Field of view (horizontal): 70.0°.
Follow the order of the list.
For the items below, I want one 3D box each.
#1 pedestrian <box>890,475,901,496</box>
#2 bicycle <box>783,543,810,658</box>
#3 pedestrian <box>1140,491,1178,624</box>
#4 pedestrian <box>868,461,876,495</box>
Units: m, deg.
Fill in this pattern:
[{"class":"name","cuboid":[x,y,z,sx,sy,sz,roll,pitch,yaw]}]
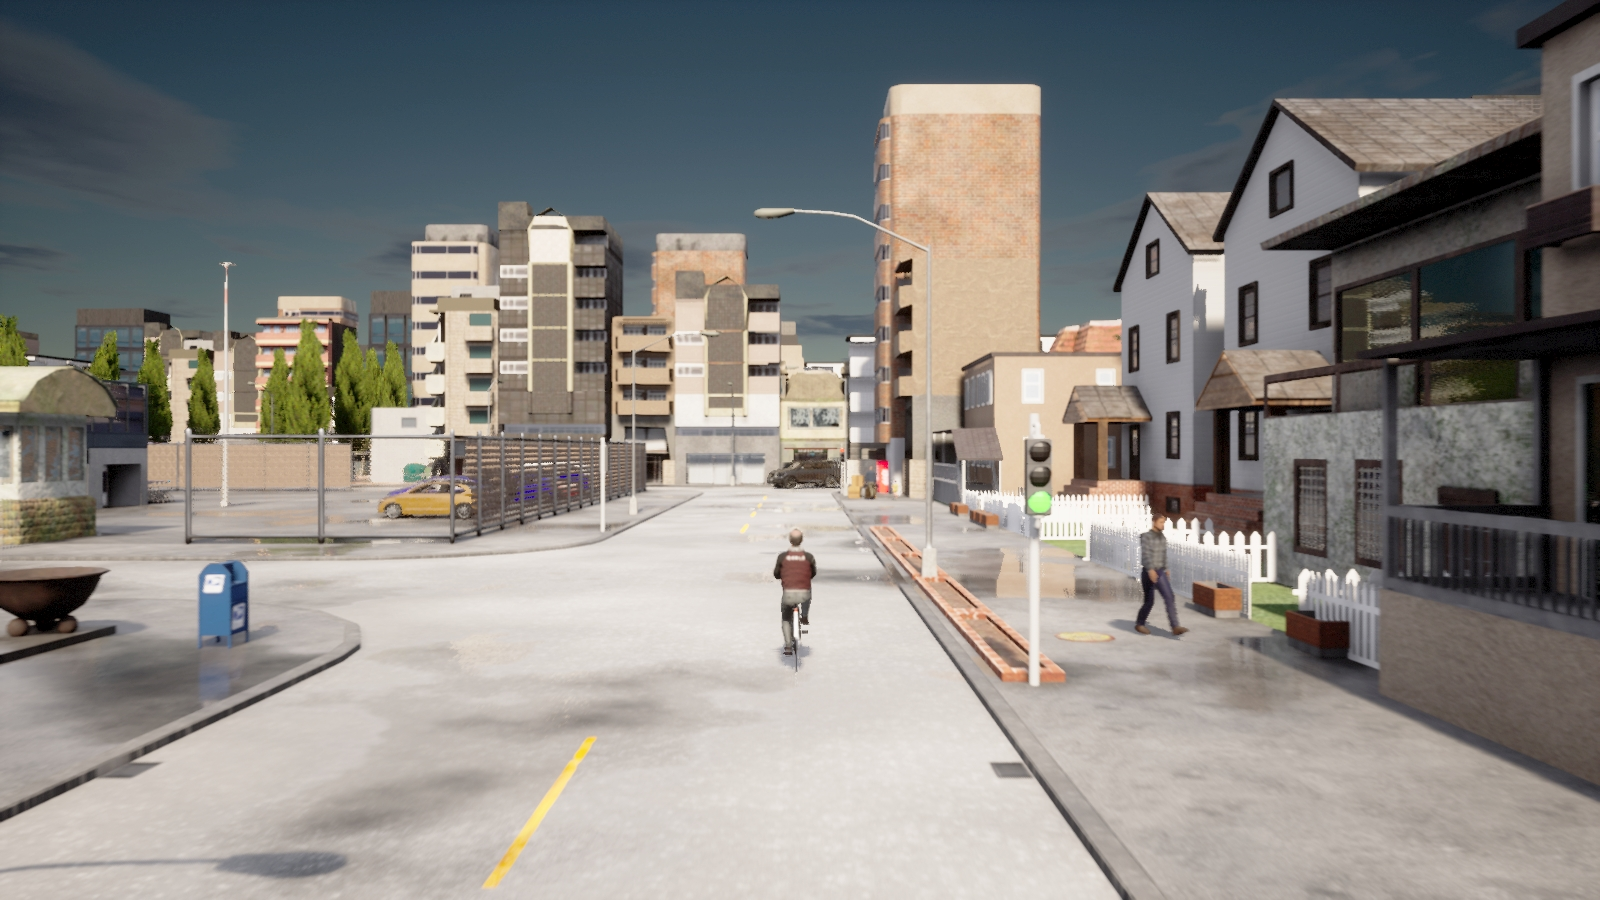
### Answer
[{"class":"pedestrian","cuboid":[5.073,1.905,60.747,0.500,1.100,0.500,0,0,-6]},{"class":"bicycle","cuboid":[-0.051,1.940,15.051,0.329,1.271,1.835,0,0,-1]},{"class":"pedestrian","cuboid":[5.139,1.524,16.360,0.375,1.860,0.375,0,0,-28]},{"class":"pedestrian","cuboid":[3.887,1.516,61.767,0.375,1.860,0.375,0,0,7]}]
